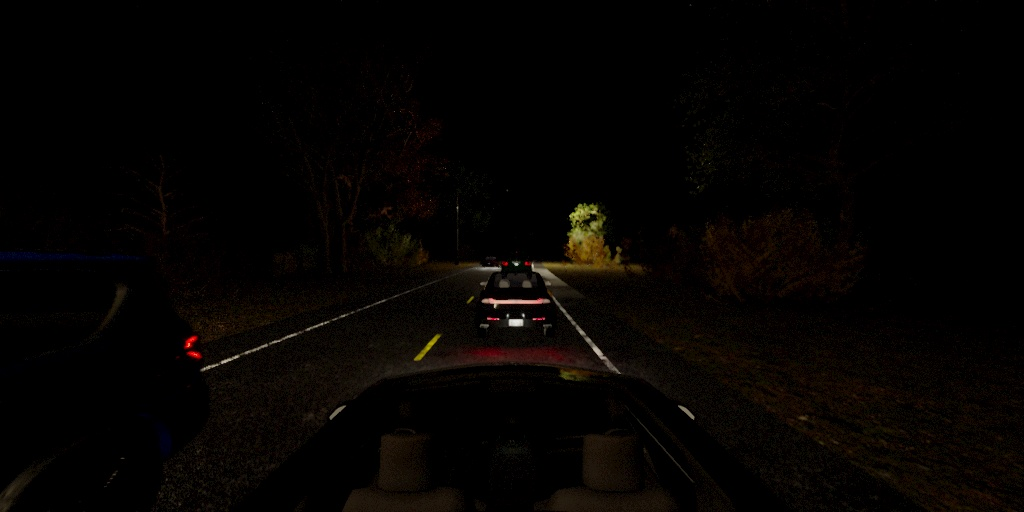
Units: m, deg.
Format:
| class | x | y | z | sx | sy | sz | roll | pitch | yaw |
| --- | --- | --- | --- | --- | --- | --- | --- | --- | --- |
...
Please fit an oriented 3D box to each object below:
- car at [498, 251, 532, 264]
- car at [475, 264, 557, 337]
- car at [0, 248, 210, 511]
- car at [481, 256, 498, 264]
| class | x | y | z | sx | sy | sz | roll | pitch | yaw |
| --- | --- | --- | --- | --- | --- | --- | --- | --- | --- |
| car | 0.350 | 0.634 | 27.175 | 2.150 | 2.045 | 5.566 | 0 | 1 | 1 |
| car | 0.101 | 1.135 | 9.837 | 2.128 | 1.511 | 4.902 | 0 | 1 | 0 |
| car | -3.579 | 0.986 | 0.635 | 2.150 | 2.045 | 5.566 | 0 | 1 | 0 |
| car | -2.688 | 0.721 | 45.363 | 1.994 | 1.385 | 4.181 | 0 | 1 | 3 |
